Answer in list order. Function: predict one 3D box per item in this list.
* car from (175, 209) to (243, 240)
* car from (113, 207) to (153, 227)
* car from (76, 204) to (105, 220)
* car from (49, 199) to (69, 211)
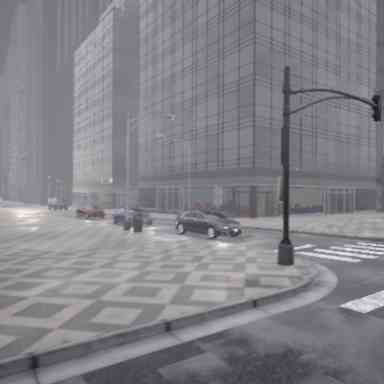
[{"bbox_3d":[0.877,1.803,19.346,1.837,1.490,4.892,1,-1,-36],"label":"car"},{"bbox_3d":[-4.942,1.975,27.379,1.812,1.442,4.674,1,-1,-36],"label":"car"},{"bbox_3d":[-10.883,2.083,35.571,1.882,1.535,5.008,1,-1,-36],"label":"car"},{"bbox_3d":[-23.381,2.254,58.244,2.150,2.045,5.566,1,-1,-37],"label":"car"}]
